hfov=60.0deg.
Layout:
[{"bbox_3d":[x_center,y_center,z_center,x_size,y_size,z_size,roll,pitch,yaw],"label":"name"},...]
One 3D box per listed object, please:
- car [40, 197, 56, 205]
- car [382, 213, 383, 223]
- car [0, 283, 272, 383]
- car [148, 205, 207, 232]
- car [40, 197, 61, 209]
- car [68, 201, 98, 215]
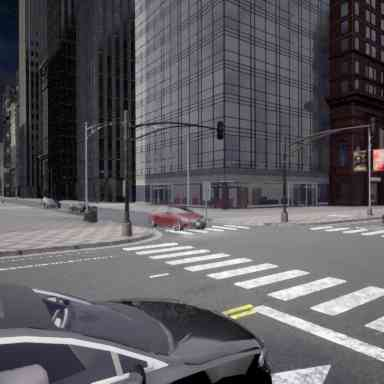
[{"bbox_3d":[-27.607,1.650,63.486,1.837,1.490,4.892,0,0,-35],"label":"car"},{"bbox_3d":[14.773,1.357,22.374,4.553,1.767,2.097,0,0,-36],"label":"car"},{"bbox_3d":[-1.475,1.491,2.386,4.902,1.511,2.128,0,0,-36],"label":"car"},{"bbox_3d":[-1.065,1.558,20.695,1.812,1.442,4.674,-1,0,-37],"label":"car"},{"bbox_3d":[-20.011,1.616,47.300,1.837,1.490,4.892,0,0,-35],"label":"car"},{"bbox_3d":[-11.566,1.675,35.337,1.895,1.301,4.718,0,0,-35],"label":"car"}]
